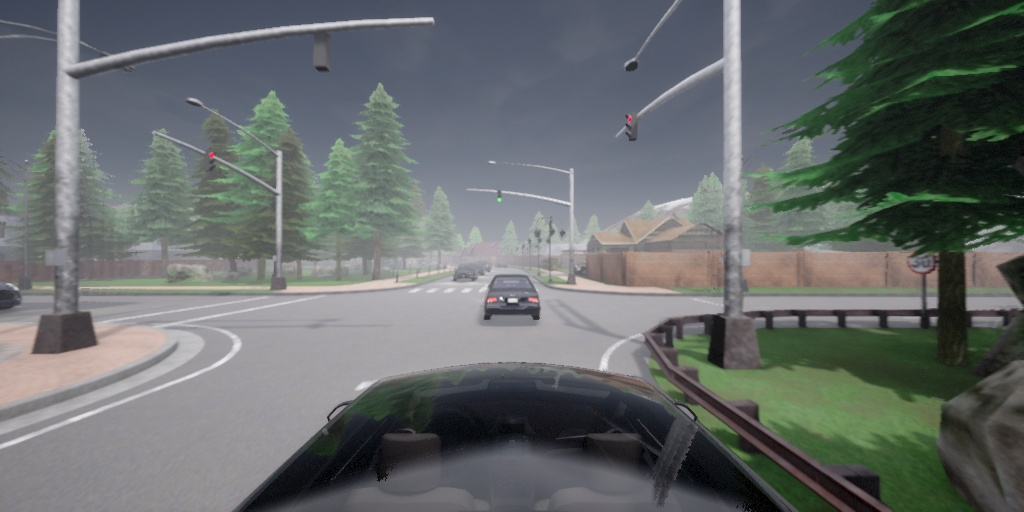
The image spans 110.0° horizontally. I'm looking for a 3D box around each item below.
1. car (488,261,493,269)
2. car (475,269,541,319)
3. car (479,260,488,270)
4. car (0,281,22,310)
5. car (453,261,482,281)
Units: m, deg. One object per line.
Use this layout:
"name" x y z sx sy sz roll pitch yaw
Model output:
"car" -4.151 1.396 51.033 2.097 1.767 4.553 0 0 0
"car" -0.040 1.356 13.007 2.033 1.411 5.357 0 0 -1
"car" -4.106 1.485 41.341 1.837 1.490 4.892 0 0 0
"car" -20.725 1.161 12.764 4.553 1.767 2.097 0 0 1
"car" -4.044 1.423 31.875 1.837 1.490 4.892 0 0 0
